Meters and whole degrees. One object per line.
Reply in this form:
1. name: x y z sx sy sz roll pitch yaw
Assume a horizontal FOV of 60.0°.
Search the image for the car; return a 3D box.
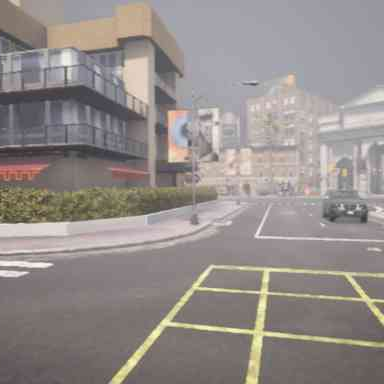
1. car: 10.212 0.852 22.627 2.150 2.045 5.566 0 1 15
